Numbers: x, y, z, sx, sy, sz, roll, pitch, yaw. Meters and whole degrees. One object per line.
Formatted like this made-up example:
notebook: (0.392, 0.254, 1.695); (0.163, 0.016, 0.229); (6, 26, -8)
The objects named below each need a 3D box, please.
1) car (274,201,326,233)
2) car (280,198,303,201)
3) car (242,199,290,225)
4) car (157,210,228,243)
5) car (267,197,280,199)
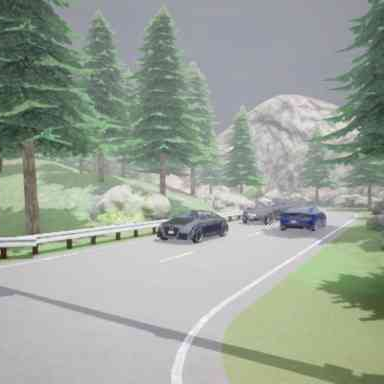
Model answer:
car: (6.830, 1.540, 20.226); (1.882, 1.535, 5.008); (0, -1, 31)
car: (10.429, 1.516, 33.497); (1.837, 1.490, 4.892); (0, 0, 24)
car: (5.319, 1.500, 24.649); (2.128, 1.511, 4.902); (0, 0, 32)
car: (0.128, 1.568, 16.166); (1.994, 1.385, 4.181); (0, 0, 31)
car: (13.128, 1.566, 54.188); (5.357, 1.411, 2.033); (0, 0, 38)
